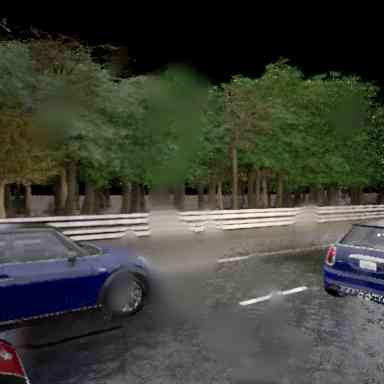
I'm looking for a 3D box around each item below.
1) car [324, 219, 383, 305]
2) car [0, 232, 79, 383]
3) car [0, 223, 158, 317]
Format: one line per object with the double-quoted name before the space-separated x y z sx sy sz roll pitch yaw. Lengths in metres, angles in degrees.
"car" 4.999 1.374 7.320 4.553 1.767 2.097 0 0 -34
"car" -3.138 1.342 1.461 4.553 1.767 2.097 0 0 -36
"car" -2.868 1.347 5.949 4.553 1.767 2.097 0 0 -35
